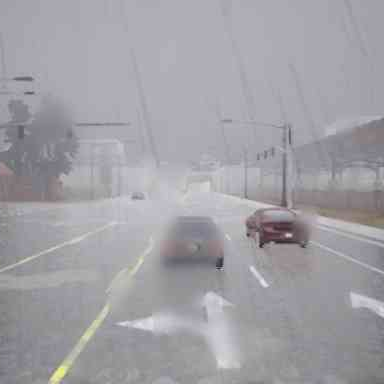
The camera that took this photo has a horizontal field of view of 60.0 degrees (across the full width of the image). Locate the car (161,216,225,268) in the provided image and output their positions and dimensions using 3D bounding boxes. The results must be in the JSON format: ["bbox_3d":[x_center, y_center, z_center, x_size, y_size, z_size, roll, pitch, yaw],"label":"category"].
[{"bbox_3d":[0.044,1.520,11.194,2.033,1.411,5.357,0,0,1],"label":"car"}]

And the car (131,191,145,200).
[{"bbox_3d":[-10.521,0.649,64.678,2.097,1.767,4.553,0,1,0],"label":"car"}]

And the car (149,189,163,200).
[{"bbox_3d":[-7.019,0.507,65.217,2.150,2.045,5.566,0,1,0],"label":"car"}]

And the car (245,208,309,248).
[{"bbox_3d":[3.569,1.438,14.710,1.882,1.535,5.008,0,0,0],"label":"car"}]
